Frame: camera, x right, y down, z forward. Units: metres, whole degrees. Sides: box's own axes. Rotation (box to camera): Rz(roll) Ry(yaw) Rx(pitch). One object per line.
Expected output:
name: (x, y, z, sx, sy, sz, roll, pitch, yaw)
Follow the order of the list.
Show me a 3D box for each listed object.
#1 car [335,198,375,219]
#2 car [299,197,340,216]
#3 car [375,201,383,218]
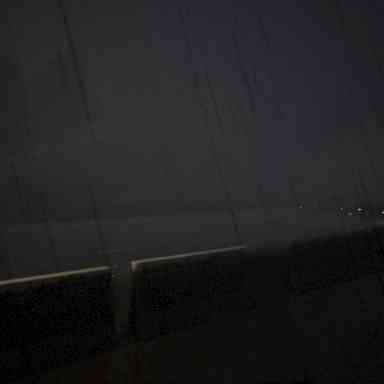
car: (13.942, 1.358, 26.822, 4.718, 1.301, 1.895, -1, 1, -35)
car: (11.574, 1.364, 29.433, 4.718, 1.301, 1.895, -1, 1, -35)
car: (15.619, 1.311, 23.720, 5.357, 1.411, 2.033, -1, 1, -35)
